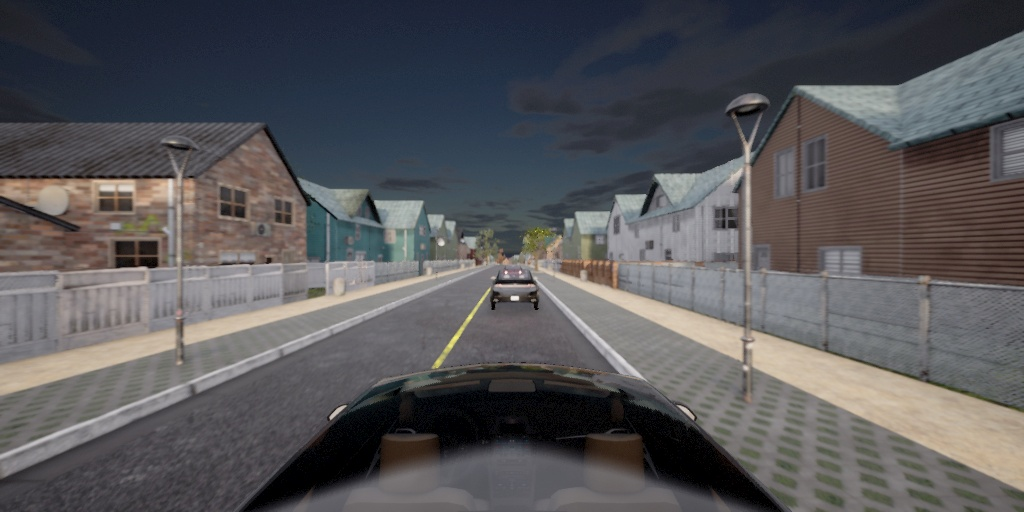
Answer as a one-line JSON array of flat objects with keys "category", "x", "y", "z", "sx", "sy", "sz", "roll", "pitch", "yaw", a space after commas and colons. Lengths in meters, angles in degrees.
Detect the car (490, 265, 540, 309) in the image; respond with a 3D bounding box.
[{"category": "car", "x": 0.099, "y": 1.265, "z": 14.935, "sx": 2.128, "sy": 1.511, "sz": 4.902, "roll": 0, "pitch": 0, "yaw": 0}]
